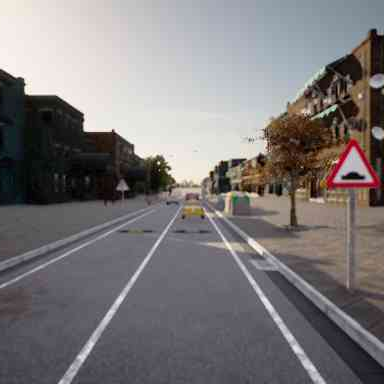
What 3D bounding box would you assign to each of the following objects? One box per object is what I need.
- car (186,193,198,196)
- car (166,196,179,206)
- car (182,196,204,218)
[{"bbox_3d":[0.035,1.093,48.947,2.150,2.045,5.566,0,0,0],"label":"car"},{"bbox_3d":[-3.040,1.369,52.686,1.837,1.490,4.892,0,0,0],"label":"car"},{"bbox_3d":[0.098,1.379,28.800,1.801,1.575,5.366,0,0,0],"label":"car"}]
